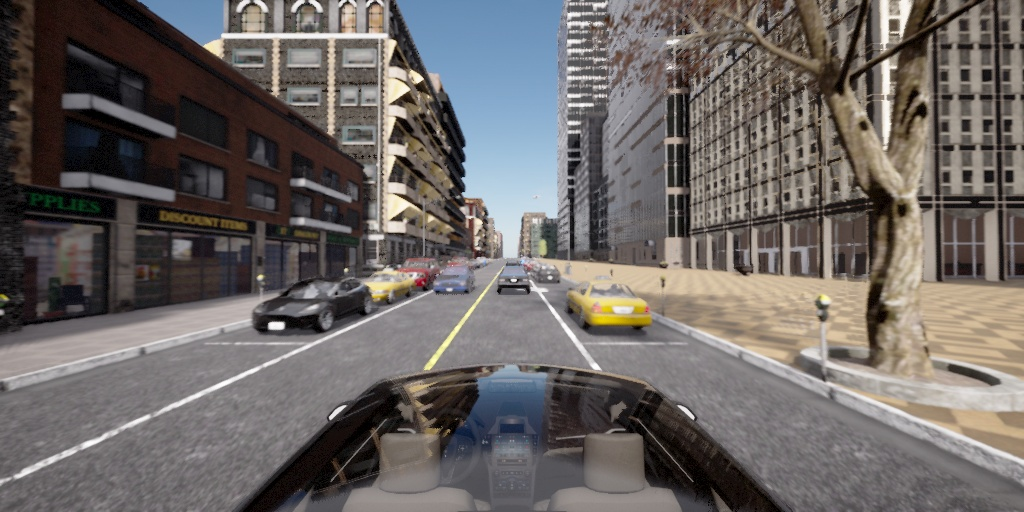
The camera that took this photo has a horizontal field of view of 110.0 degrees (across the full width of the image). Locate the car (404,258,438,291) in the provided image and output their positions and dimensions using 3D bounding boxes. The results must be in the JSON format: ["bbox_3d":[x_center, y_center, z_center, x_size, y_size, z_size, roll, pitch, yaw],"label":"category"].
[{"bbox_3d":[-5.697,1.064,21.980,2.192,1.841,5.009,0,0,0],"label":"car"}]

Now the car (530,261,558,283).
[{"bbox_3d":[2.682,1.301,27.551,2.007,1.370,4.403,0,0,0],"label":"car"}]

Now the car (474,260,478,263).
[{"bbox_3d":[-5.706,1.297,44.257,1.888,1.381,4.507,0,0,0],"label":"car"}]

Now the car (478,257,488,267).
[{"bbox_3d":[-5.712,1.306,60.966,2.007,1.370,4.403,0,0,0],"label":"car"}]

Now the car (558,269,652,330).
[{"bbox_3d":[2.688,1.275,11.012,1.751,1.417,4.829,0,0,0],"label":"car"}]

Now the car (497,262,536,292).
[{"bbox_3d":[0.093,1.297,21.041,2.033,1.411,5.357,0,0,0],"label":"car"}]

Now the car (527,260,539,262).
[{"bbox_3d":[2.680,1.302,33.119,2.007,1.370,4.403,0,0,0],"label":"car"}]

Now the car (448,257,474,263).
[{"bbox_3d":[-5.703,1.066,38.687,2.192,1.841,5.009,0,0,0],"label":"car"}]

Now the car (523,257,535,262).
[{"bbox_3d":[2.675,1.193,44.259,1.967,1.591,4.097,0,0,0],"label":"car"}]

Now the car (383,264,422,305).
[{"bbox_3d":[-5.695,1.274,16.239,1.751,1.417,4.829,0,0,0],"label":"car"}]

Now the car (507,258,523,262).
[{"bbox_3d":[0.084,1.230,46.513,1.882,1.535,5.008,0,0,0],"label":"car"}]

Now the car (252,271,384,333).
[{"bbox_3d":[-5.693,1.315,10.840,1.948,1.339,4.313,0,0,0],"label":"car"}]

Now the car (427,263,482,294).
[{"bbox_3d":[-3.107,1.297,20.490,2.033,1.411,5.357,0,0,0],"label":"car"}]

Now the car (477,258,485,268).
[{"bbox_3d":[-5.709,1.320,55.397,1.948,1.339,4.313,0,0,0],"label":"car"}]
